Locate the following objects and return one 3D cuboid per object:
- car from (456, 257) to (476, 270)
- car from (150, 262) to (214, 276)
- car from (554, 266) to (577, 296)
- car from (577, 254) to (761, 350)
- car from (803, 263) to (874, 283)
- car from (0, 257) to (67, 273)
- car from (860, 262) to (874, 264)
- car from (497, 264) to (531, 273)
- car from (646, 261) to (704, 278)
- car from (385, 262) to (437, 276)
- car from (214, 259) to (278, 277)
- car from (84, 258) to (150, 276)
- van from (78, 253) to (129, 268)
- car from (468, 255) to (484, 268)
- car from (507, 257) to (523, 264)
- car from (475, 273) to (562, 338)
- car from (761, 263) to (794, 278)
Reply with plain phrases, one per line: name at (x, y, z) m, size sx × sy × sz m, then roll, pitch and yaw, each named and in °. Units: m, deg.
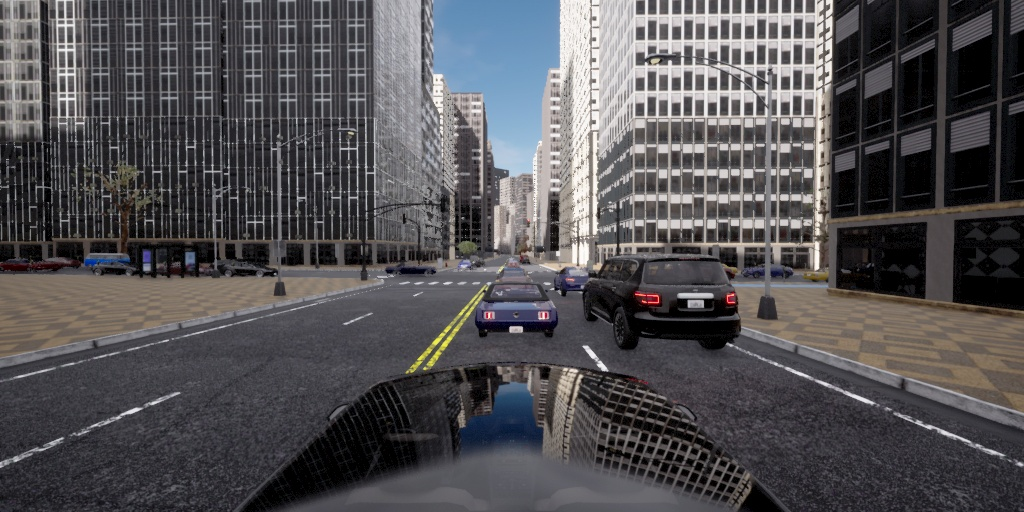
car at (-6.630, 1.241, 51.221) m, size 1.812 × 1.442 × 4.674 m, roll 0°, pitch 0°, yaw -2°
car at (-28.440, 1.138, 31.305) m, size 4.207 × 1.307 × 1.802 m, roll 0°, pitch 0°, yaw 1°
car at (3.336, 1.267, 18.924) m, size 1.812 × 1.442 × 4.674 m, roll 0°, pitch 0°, yaw 0°
car at (3.345, 0.968, 9.233) m, size 2.150 × 2.045 × 5.566 m, roll 0°, pitch 0°, yaw 0°
car at (27.618, 1.579, 30.493) m, size 4.829 × 1.417 × 1.751 m, roll 0°, pitch 0°, yaw 1°
car at (-46.402, 0.949, 34.377) m, size 4.718 × 1.301 × 1.895 m, roll 1°, pitch 1°, yaw 1°
car at (35.906, 1.385, 36.123) m, size 4.553 × 1.767 × 2.097 m, roll 0°, pitch 1°, yaw 1°
car at (0.088, 1.305, 18.931) m, size 1.994 × 1.385 × 4.181 m, roll 0°, pitch 0°, yaw 0°
car at (16.492, 1.341, 36.454) m, size 5.008 × 1.535 × 1.882 m, roll 1°, pitch 1°, yaw 1°
car at (-9.605, 1.269, 34.528) m, size 4.718 × 1.301 × 1.895 m, roll 0°, pitch 1°, yaw -11°
car at (-22.756, 1.174, 31.176) m, size 4.313 × 1.339 × 1.948 m, roll 0°, pitch 0°, yaw 1°
car at (-34.121, 1.069, 31.473) m, size 4.313 × 1.339 × 1.948 m, roll 0°, pitch 0°, yaw 1°
van at (-45.319, 0.605, 40.124) m, size 3.998 × 1.789 × 1.690 m, roll 0°, pitch 0°, yaw 1°
car at (-6.623, 0.925, 61.183) m, size 2.150 × 2.045 × 5.566 m, roll 0°, pitch 0°, yaw 0°
car at (0.146, 1.260, 52.977) m, size 2.033 × 1.411 × 5.357 m, roll 0°, pitch 0°, yaw -1°
car at (0.095, 1.347, 10.194) m, size 1.895 × 1.301 × 4.718 m, roll 0°, pitch 0°, yaw 0°
car at (25.805, 1.471, 36.305) m, size 4.674 × 1.442 × 1.812 m, roll 1°, pitch 1°, yaw 1°
